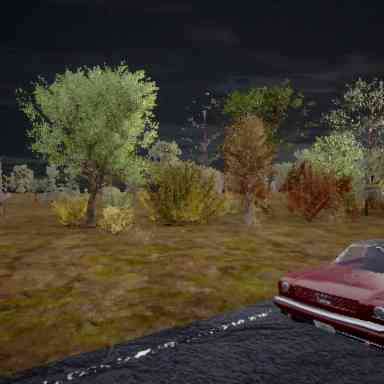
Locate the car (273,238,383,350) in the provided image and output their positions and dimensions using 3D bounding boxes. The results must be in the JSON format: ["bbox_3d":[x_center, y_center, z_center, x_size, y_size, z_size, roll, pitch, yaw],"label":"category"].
[{"bbox_3d":[3.637,1.601,6.062,4.718,1.301,1.895,0,0,-37],"label":"car"}]
